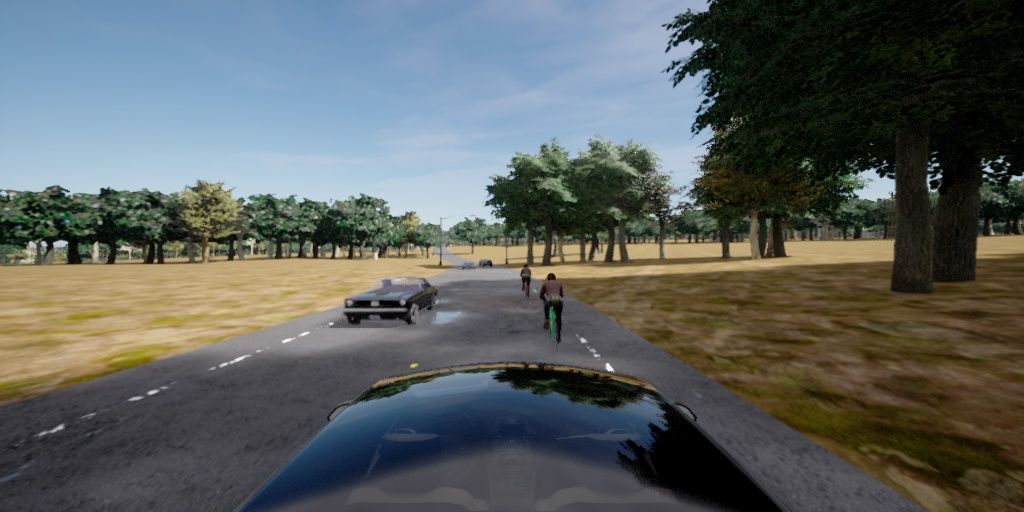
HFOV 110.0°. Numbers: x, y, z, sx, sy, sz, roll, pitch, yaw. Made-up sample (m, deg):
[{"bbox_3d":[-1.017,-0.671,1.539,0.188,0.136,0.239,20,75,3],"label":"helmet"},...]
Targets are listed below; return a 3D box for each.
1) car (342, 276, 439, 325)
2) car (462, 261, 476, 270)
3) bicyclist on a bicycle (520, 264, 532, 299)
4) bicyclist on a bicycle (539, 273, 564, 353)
[{"bbox_3d":[-3.762,1.360,11.916,1.895,1.301,4.718,0,0,-1],"label":"car"},{"bbox_3d":[-6.565,1.438,54.641,1.994,1.385,4.181,0,0,-6],"label":"car"},{"bbox_3d":[0.671,1.217,16.965,0.582,1.620,1.656,0,0,-2],"label":"bicyclist on a bicycle"},{"bbox_3d":[0.889,1.205,7.903,0.582,1.620,1.656,0,0,-1],"label":"bicyclist on a bicycle"}]
